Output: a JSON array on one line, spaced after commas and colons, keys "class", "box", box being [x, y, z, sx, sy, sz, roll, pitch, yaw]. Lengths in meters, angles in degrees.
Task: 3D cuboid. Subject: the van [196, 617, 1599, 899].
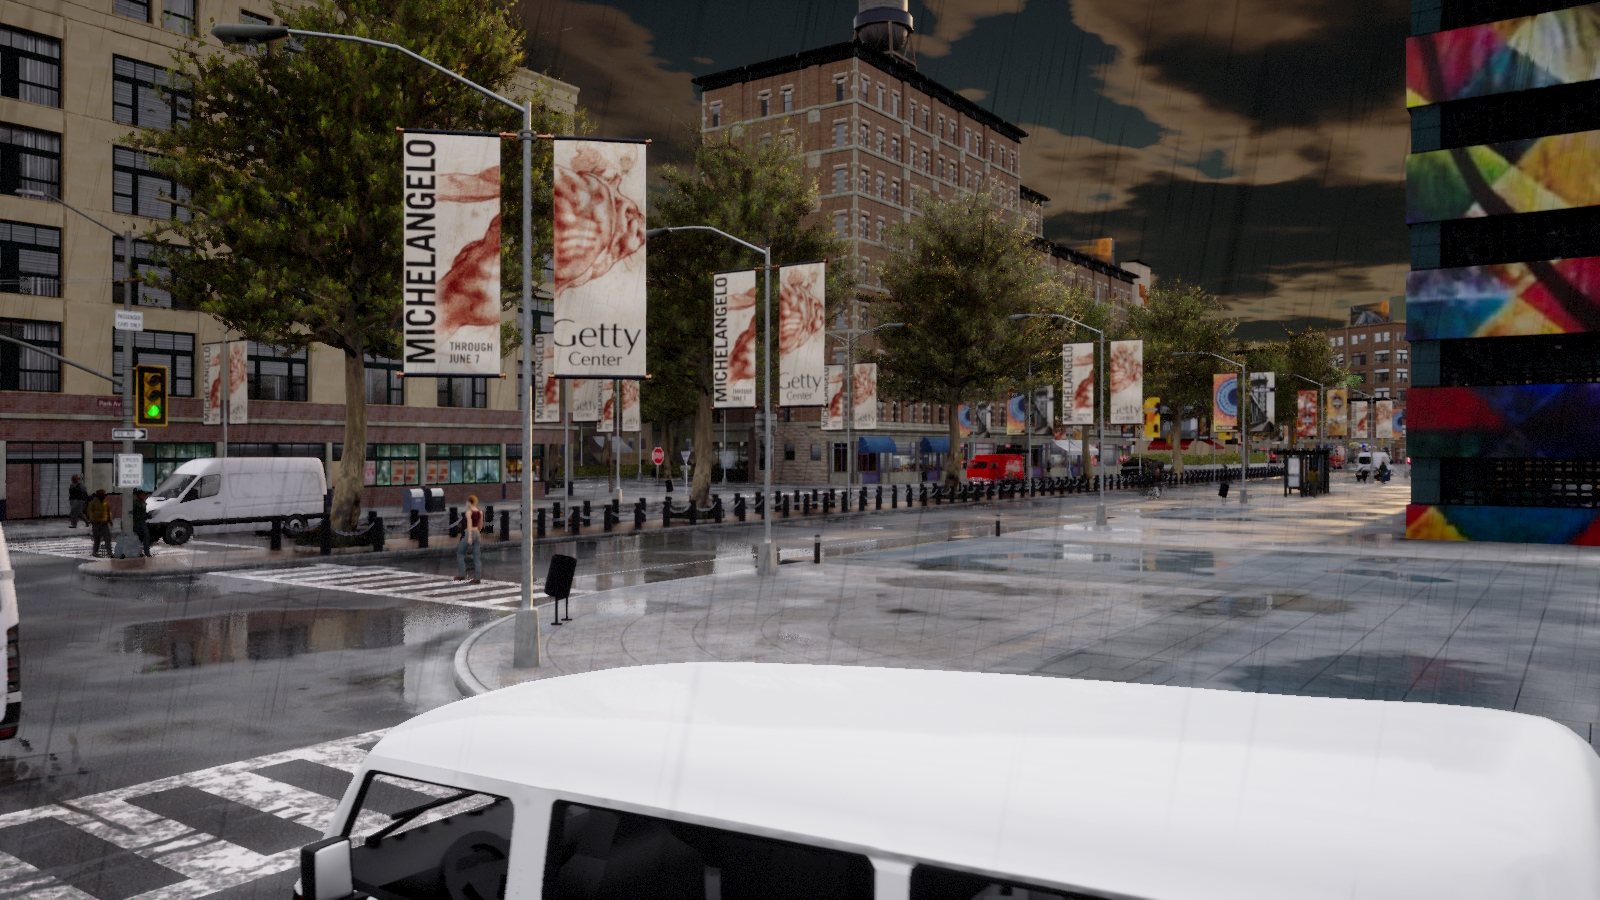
[{"class": "van", "box": [0.321, 1.762, 3.582, 4.480, 2.038, 2.069, -3, -2, 35]}]

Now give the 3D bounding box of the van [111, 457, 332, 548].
[{"class": "van", "box": [-17.919, 1.520, 35.727, 1.988, 2.561, 5.915, 0, 0, 35]}]

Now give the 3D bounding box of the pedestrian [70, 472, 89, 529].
[{"class": "pedestrian", "box": [-23.935, 1.680, 37.956, 0.375, 1.860, 0.375, 0, 0, 26]}]

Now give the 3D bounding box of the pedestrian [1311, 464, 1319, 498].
[{"class": "pedestrian", "box": [27.961, 1.691, 62.061, 0.375, 1.860, 0.375, 0, 0, 25]}]

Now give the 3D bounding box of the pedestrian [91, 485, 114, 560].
[{"class": "pedestrian", "box": [-17.751, 1.836, 29.083, 0.375, 1.860, 0.375, 0, 0, 35]}]

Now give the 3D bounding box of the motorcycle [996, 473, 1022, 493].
[{"class": "motorcycle", "box": [13.670, 2.157, 74.773, 0.764, 1.277, 2.356, 0, 0, 35]}]

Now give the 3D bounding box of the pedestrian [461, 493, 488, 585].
[{"class": "pedestrian", "box": [-6.751, 1.841, 23.691, 0.375, 1.860, 0.375, 0, 0, 32]}]

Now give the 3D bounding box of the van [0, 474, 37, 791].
[{"class": "van", "box": [-9.339, 1.525, 10.381, 5.915, 2.561, 1.988, -1, -1, 35]}]

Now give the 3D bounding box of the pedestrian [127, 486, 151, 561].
[{"class": "pedestrian", "box": [-16.627, 1.836, 28.750, 0.375, 1.860, 0.375, 0, 0, 25]}]
